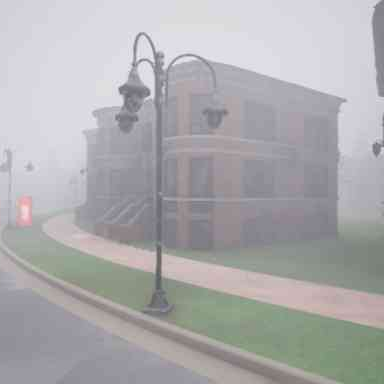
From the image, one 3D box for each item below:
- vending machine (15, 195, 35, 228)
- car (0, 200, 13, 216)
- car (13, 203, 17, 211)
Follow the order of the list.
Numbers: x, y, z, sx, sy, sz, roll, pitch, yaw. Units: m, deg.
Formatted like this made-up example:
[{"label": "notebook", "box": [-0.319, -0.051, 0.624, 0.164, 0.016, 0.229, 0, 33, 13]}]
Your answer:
[{"label": "vending machine", "box": [-11.016, 1.282, 22.027, 1.100, 2.100, 0.880, 0, 0, -22]}, {"label": "car", "box": [-18.750, 1.705, 30.811, 1.895, 1.301, 4.718, 0, 0, -10]}, {"label": "car", "box": [-23.632, 1.711, 41.433, 1.994, 1.385, 4.181, 0, 0, -4]}]
